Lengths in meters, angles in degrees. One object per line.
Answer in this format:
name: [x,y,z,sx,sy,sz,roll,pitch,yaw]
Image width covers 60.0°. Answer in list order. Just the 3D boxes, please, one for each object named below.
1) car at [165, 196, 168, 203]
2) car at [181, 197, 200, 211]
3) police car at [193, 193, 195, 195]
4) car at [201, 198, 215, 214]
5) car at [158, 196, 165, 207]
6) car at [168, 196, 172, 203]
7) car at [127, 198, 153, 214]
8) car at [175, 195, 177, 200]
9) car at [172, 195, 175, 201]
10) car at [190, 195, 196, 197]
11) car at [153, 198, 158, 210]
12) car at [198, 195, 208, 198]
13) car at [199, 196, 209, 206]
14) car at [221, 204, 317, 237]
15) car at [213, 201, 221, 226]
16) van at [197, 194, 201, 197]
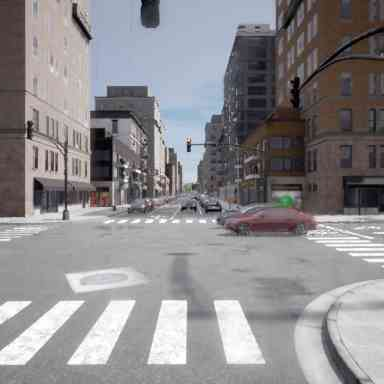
car: [-5.790,1.634,58.199,2.008,1.369,4.403,0,0,0]
car: [-0.331,1.650,41.809,1.895,1.301,4.718,0,0,1]
police car: [0.391,1.599,90.239,1.930,1.638,5.238,0,0,0]
car: [2.257,1.606,36.163,1.947,1.339,4.313,0,0,0]
car: [-5.785,1.653,52.688,1.802,1.307,4.206,0,0,0]
car: [-5.801,1.552,69.220,1.967,1.590,4.097,0,0,0]
car: [-5.768,1.480,36.156,1.967,1.590,4.097,0,0,0]
car: [-5.823,1.721,91.264,1.887,1.381,4.507,0,0,0]
car: [-5.812,1.695,80.242,2.008,1.369,4.403,0,0,0]
car: [-0.307,1.705,66.416,1.895,1.301,4.718,0,0,0]
car: [-5.774,1.490,41.667,1.967,1.590,4.097,0,0,0]
car: [2.240,1.637,52.696,1.947,1.339,4.313,0,0,0]
car: [2.246,1.641,47.186,1.802,1.307,4.206,0,0,0]
car: [4.088,1.514,17.400,4.674,1.442,1.812,0,0,0]
car: [3.974,1.494,20.649,4.902,1.511,2.128,0,0,0]
van: [2.235,1.424,58.207,1.690,1.788,3.998,0,0,0]
